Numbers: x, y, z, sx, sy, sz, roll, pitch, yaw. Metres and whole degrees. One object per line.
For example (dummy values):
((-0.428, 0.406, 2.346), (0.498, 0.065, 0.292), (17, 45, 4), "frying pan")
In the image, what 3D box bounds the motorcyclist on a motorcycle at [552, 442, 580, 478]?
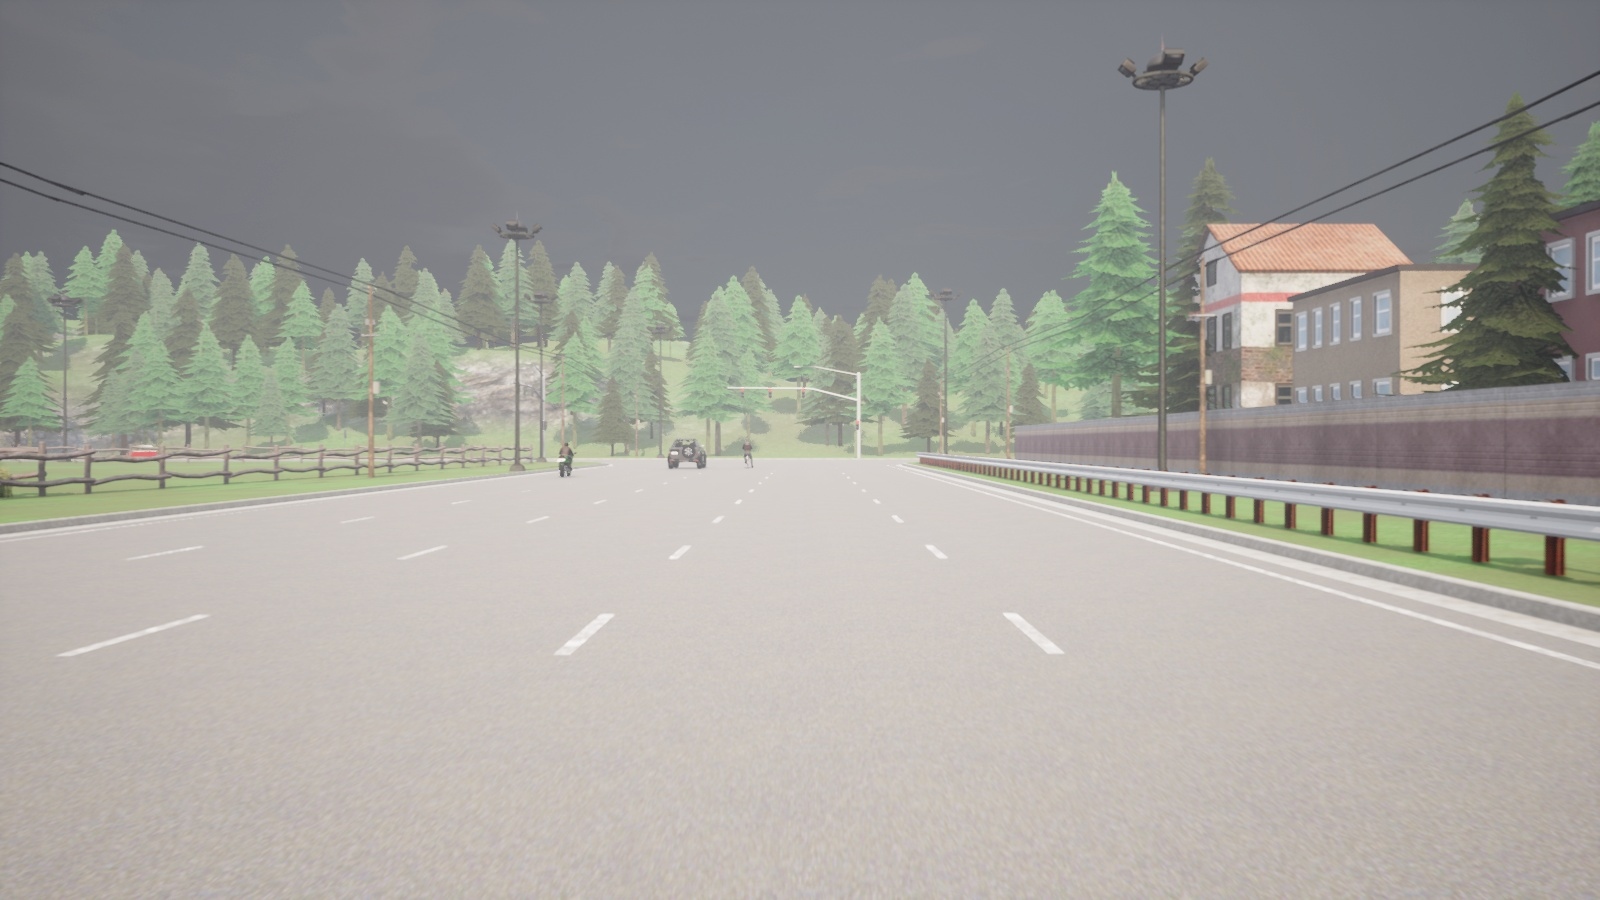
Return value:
((-10.173, 0.412, 54.662), (0.797, 1.523, 2.044), (0, 0, 0), "motorcyclist on a motorcycle")

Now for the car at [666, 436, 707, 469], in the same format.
((-6.566, 0.146, 73.106), (1.932, 1.855, 4.605), (0, 0, 0), "car")
